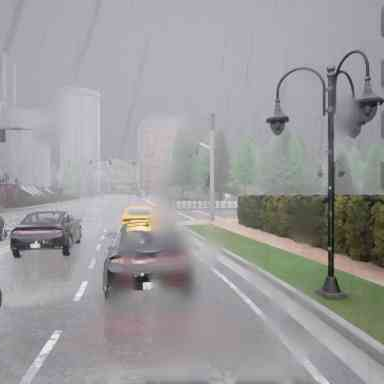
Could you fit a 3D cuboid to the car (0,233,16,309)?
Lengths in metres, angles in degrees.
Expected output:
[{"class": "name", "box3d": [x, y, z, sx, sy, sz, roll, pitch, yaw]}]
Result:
[{"class": "car", "box3d": [-3.972, 1.526, 3.761, 1.812, 1.442, 4.674, 0, 0, -6]}]

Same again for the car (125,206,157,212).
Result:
[{"class": "car", "box3d": [-2.818, 1.478, 17.800, 1.882, 1.535, 5.008, 0, 0, -10]}]

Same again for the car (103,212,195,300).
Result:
[{"class": "car", "box3d": [-1.125, 1.492, 8.451, 2.128, 1.511, 4.902, 0, 0, -9]}]

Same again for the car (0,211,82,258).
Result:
[{"class": "car", "box3d": [-5.452, 1.492, 12.913, 2.128, 1.511, 4.902, 0, 0, -12]}]
